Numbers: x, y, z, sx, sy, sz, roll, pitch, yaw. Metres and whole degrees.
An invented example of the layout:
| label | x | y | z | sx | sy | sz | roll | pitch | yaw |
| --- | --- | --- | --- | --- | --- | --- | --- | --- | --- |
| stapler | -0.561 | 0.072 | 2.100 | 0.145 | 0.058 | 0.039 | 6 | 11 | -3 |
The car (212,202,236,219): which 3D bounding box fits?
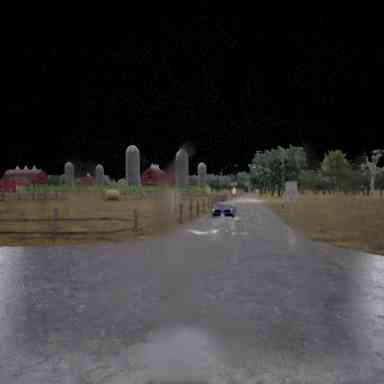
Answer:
| label | x | y | z | sx | sy | sz | roll | pitch | yaw |
| --- | --- | --- | --- | --- | --- | --- | --- | --- | --- |
| car | 2.803 | 1.546 | 28.742 | 1.895 | 1.301 | 4.718 | 0 | 0 | 10 |
